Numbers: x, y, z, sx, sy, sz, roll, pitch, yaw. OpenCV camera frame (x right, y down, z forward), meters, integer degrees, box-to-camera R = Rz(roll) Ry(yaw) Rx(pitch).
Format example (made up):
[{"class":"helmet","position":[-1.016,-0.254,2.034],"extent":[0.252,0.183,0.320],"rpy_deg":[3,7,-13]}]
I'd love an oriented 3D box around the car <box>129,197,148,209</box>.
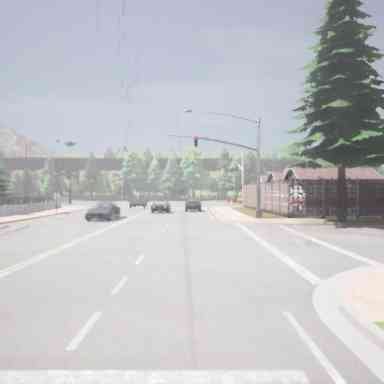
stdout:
[{"class":"car","position":[-6.950,1.376,43.623],"extent":[1.994,1.385,4.181],"rpy_deg":[0,0,0]}]

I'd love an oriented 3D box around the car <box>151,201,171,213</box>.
[{"class":"car","position":[-3.358,1.616,36.683],"extent":[1.895,1.301,4.718],"rpy_deg":[0,0,0]}]

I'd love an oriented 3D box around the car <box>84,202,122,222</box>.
[{"class":"car","position":[-7.066,1.558,27.003],"extent":[2.033,1.411,5.357],"rpy_deg":[0,0,0]}]

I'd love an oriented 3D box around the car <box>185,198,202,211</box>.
[{"class":"car","position":[0.161,1.507,40.146],"extent":[2.128,1.511,4.902],"rpy_deg":[0,0,1]}]
